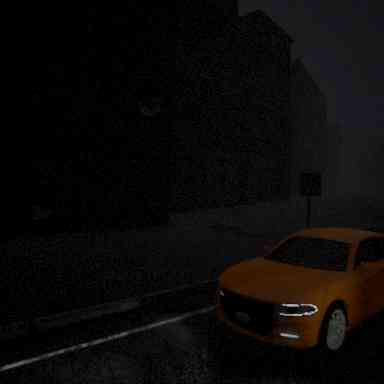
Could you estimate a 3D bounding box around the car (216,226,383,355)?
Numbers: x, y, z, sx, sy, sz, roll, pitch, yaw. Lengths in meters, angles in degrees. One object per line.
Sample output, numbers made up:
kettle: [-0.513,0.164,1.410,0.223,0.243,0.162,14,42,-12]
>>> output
car: [2.614,1.465,6.314,5.008,1.535,1.882,-1,0,-40]
